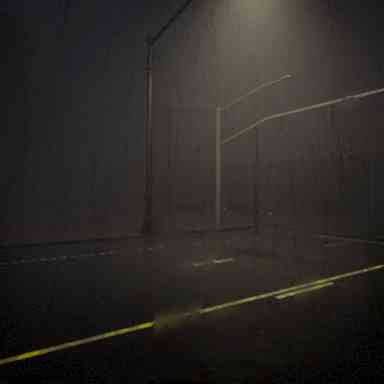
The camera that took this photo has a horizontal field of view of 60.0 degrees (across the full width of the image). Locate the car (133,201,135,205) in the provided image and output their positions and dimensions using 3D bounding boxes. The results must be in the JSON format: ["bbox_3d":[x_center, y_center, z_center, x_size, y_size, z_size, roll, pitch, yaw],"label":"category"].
[{"bbox_3d":[-9.122,1.761,60.720,1.994,1.385,4.181,1,0,-35],"label":"car"}]

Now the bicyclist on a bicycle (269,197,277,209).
[{"bbox_3d":[11.004,1.554,45.216,1.656,1.620,0.582,0,0,-36],"label":"bicyclist on a bicycle"}]

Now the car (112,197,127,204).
[{"bbox_3d":[-14.942,1.665,68.764,1.812,1.442,4.674,1,0,-36],"label":"car"}]

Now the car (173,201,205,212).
[{"bbox_3d":[-0.421,1.773,42.304,1.895,1.301,4.718,1,0,-36],"label":"car"}]

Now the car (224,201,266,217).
[{"bbox_3d":[5.372,1.664,34.211,2.128,1.511,4.902,1,0,-36],"label":"car"}]

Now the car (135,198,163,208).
[{"bbox_3d":[-6.295,1.649,50.525,1.882,1.535,5.008,1,0,-35],"label":"car"}]
